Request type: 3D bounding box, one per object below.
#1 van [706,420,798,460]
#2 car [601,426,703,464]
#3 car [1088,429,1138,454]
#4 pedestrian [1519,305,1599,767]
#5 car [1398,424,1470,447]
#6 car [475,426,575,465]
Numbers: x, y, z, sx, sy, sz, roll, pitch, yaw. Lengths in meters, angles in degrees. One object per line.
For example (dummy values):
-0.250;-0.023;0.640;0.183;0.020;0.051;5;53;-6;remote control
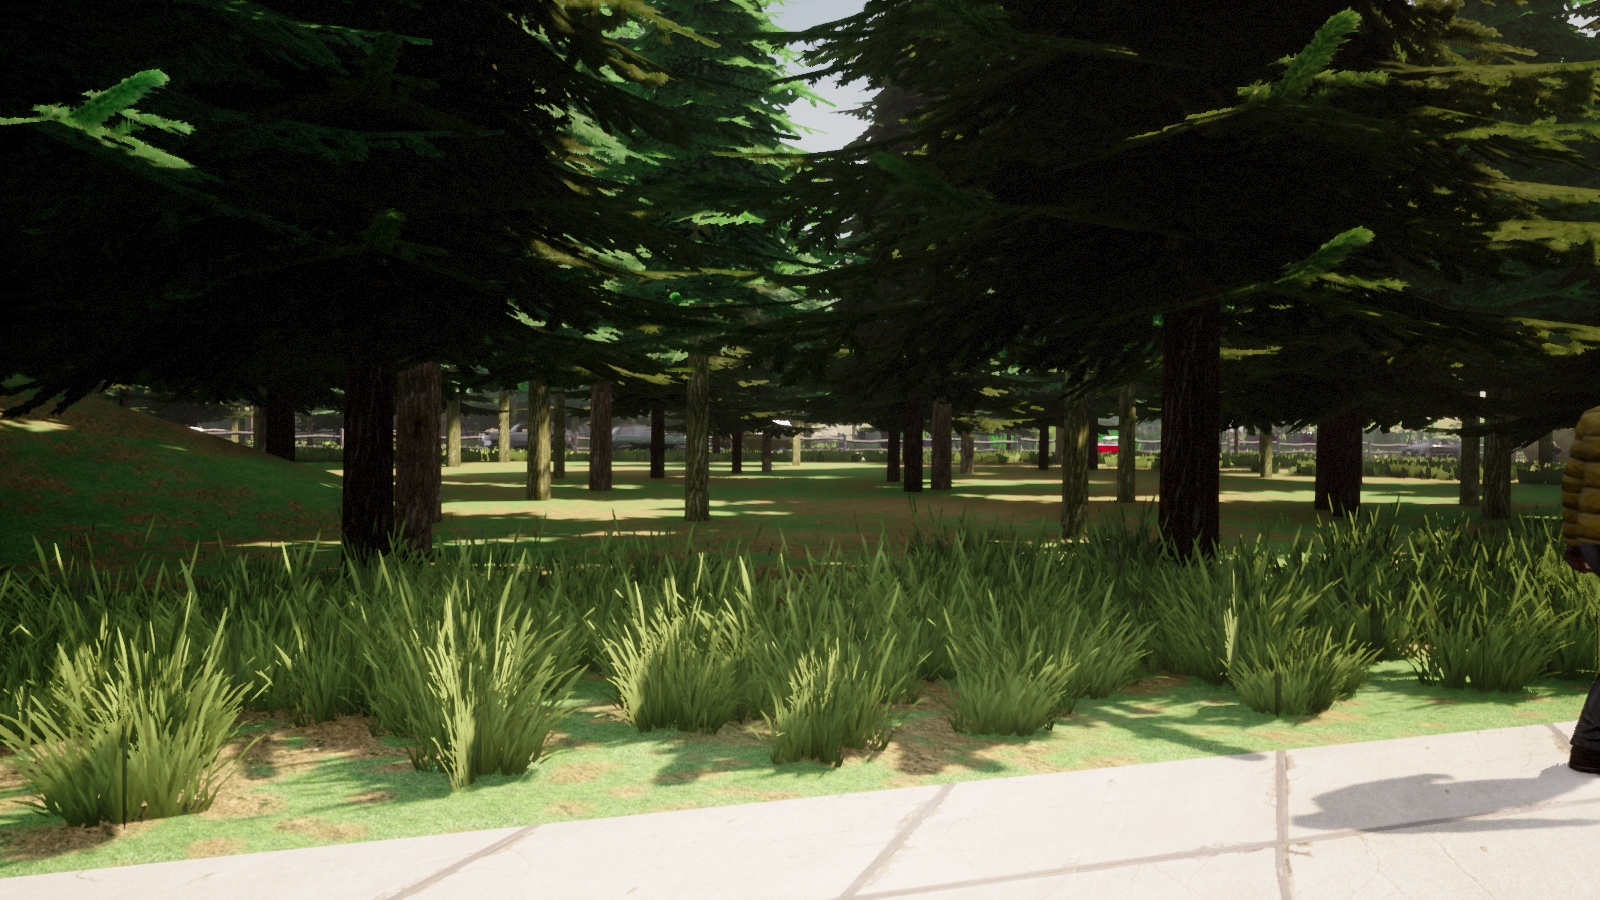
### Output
-2.555;-0.531;66.823;4.480;2.038;2.069;-1;1;-21;van
-7.230;-0.258;61.296;4.553;1.767;2.097;-1;1;-21;car
17.551;-0.477;70.444;2.207;1.376;1.481;-1;1;-19;car
3.464;0.340;5.215;0.709;1.840;0.431;-1;1;-1;pedestrian
41.659;-0.967;82.544;4.193;1.474;1.816;-1;1;-19;car
-13.723;-0.252;62.575;4.605;1.855;1.932;-1;1;-21;car
